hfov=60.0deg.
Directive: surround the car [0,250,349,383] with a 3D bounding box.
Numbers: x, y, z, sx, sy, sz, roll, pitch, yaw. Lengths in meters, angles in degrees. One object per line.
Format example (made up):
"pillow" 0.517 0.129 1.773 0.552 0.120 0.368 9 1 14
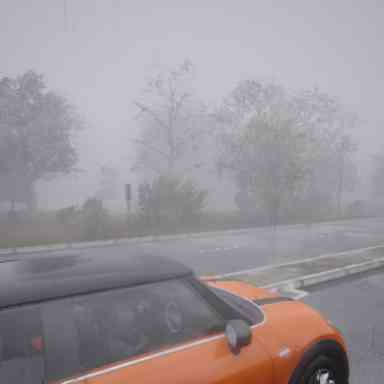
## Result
"car" -0.577 1.357 3.027 4.553 1.767 2.097 0 0 -36
